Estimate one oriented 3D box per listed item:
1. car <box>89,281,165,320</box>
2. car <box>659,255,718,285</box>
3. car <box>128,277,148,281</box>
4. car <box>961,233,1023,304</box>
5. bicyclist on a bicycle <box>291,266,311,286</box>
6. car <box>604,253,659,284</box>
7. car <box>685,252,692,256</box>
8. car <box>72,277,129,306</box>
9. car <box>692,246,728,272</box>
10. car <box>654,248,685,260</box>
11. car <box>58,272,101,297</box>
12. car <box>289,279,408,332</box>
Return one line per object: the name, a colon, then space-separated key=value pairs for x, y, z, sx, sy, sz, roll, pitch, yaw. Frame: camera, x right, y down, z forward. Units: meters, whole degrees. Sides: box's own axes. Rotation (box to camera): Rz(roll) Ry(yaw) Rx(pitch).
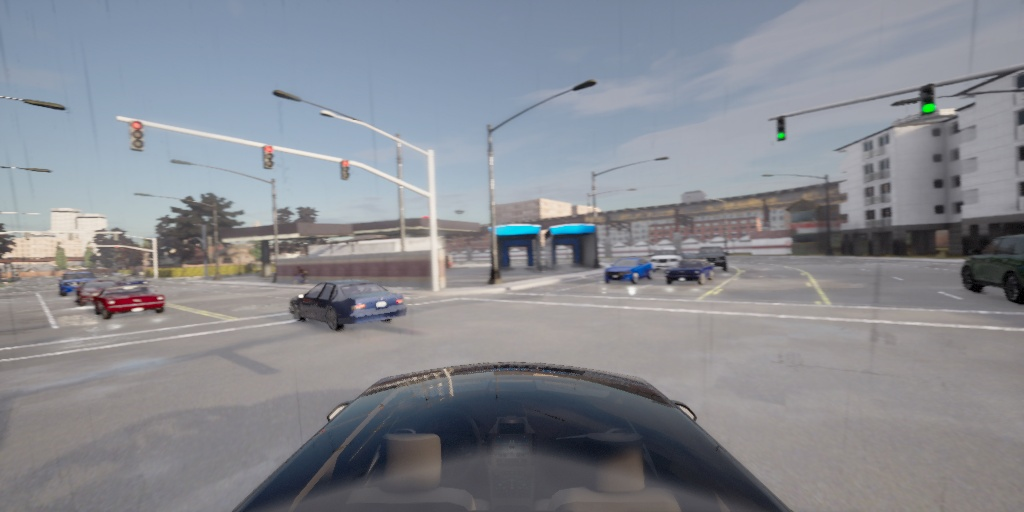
car: x=-17.768 y=2.039 z=16.613 sx=4.718 sy=1.301 sz=1.895 roll=-2 pitch=0 yaw=37
car: x=10.331 y=0.868 z=20.800 sx=1.895 sy=1.301 sz=4.718 roll=-2 pitch=0 yaw=37
car: x=-38.739 y=2.798 z=36.633 sx=4.718 sy=1.301 sz=1.895 roll=-2 pitch=0 yaw=37
car: x=16.281 y=0.294 z=10.986 sx=2.150 sy=2.045 sz=5.566 roll=-2 pitch=0 yaw=38
bicyclist on a bicycle: x=-17.874 y=1.677 z=30.344 sx=0.582 sy=1.620 sz=1.656 roll=-2 pitch=0 yaw=36
car: x=7.503 y=0.850 z=22.876 sx=1.882 sy=1.535 sz=5.008 roll=-2 pitch=0 yaw=37
car: x=21.807 y=0.226 z=44.552 sx=2.033 sy=1.411 sz=5.357 roll=-2 pitch=0 yaw=10
car: x=-26.658 y=2.295 z=23.192 sx=4.674 sy=1.442 sz=1.812 roll=-2 pitch=0 yaw=37
car: x=16.566 y=0.191 z=29.802 sx=2.150 sy=2.045 sz=5.566 roll=-2 pitch=0 yaw=29
car: x=13.619 y=0.300 z=31.674 sx=2.150 sy=2.045 sz=5.566 roll=-2 pitch=0 yaw=29
car: x=-39.101 y=2.455 z=32.407 sx=5.566 sy=2.045 sz=2.150 roll=-2 pitch=0 yaw=36
car: x=-5.571 y=1.490 z=11.852 sx=5.357 sy=1.411 sz=2.033 roll=-2 pitch=0 yaw=42
